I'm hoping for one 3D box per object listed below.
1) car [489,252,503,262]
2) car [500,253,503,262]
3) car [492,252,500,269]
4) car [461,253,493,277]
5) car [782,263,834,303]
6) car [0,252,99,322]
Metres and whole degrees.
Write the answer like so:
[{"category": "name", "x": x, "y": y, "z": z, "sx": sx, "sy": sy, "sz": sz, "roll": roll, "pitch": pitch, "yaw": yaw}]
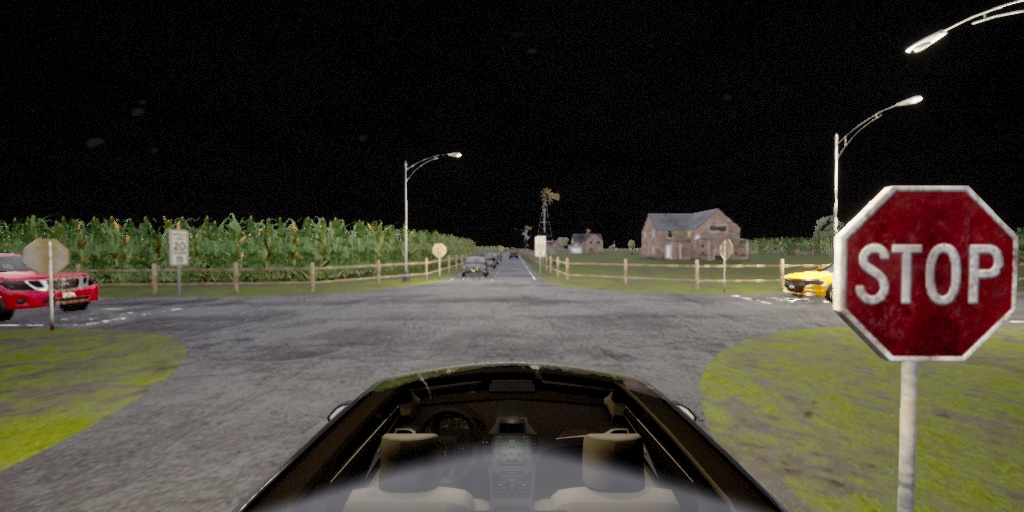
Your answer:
[{"category": "car", "x": -2.463, "y": 0.134, "z": 57.054, "sx": 2.033, "sy": 1.411, "sz": 5.357, "roll": 0, "pitch": 1, "yaw": 1}, {"category": "car", "x": -2.583, "y": 0.302, "z": 46.827, "sx": 1.837, "sy": 1.490, "sz": 4.892, "roll": 0, "pitch": 1, "yaw": 0}, {"category": "car", "x": -2.627, "y": 0.568, "z": 36.811, "sx": 1.994, "sy": 1.385, "sz": 4.181, "roll": 0, "pitch": 1, "yaw": 1}, {"category": "car", "x": -2.665, "y": 0.717, "z": 26.856, "sx": 1.837, "sy": 1.490, "sz": 4.892, "roll": 0, "pitch": 1, "yaw": -1}, {"category": "car", "x": 13.037, "y": 0.860, "z": 13.490, "sx": 5.008, "sy": 1.535, "sz": 1.882, "roll": 0, "pitch": 1, "yaw": 0}, {"category": "car", "x": -16.590, "y": 0.891, "z": 11.235, "sx": 5.566, "sy": 2.045, "sz": 2.150, "roll": -1, "pitch": 1, "yaw": 1}]
